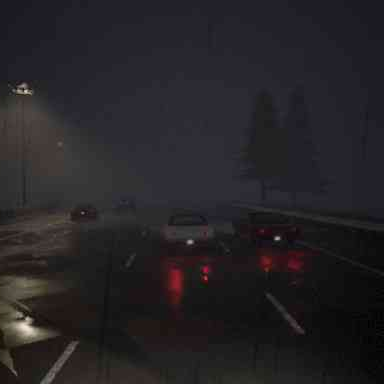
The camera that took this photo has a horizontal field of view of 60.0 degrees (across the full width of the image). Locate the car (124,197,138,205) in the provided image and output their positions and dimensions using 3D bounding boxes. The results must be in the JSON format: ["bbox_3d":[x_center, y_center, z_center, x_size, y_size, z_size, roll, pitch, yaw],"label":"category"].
[{"bbox_3d":[-11.596,1.663,62.769,1.812,1.442,4.674,0,0,-21],"label":"car"}]

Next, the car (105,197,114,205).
[{"bbox_3d":[-15.119,1.685,62.251,1.837,1.490,4.892,0,0,-22],"label":"car"}]

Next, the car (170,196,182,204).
[{"bbox_3d":[-3.080,1.524,63.701,2.128,1.511,4.902,-1,0,-7],"label":"car"}]

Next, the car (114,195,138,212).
[{"bbox_3d":[-7.873,1.315,39.808,2.150,2.045,5.566,0,0,-14],"label":"car"}]

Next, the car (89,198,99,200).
[{"bbox_3d":[-18.510,1.822,62.715,1.895,1.301,4.718,-1,0,-24],"label":"car"}]

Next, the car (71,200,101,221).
[{"bbox_3d":[-9.318,1.675,29.106,1.994,1.385,4.181,-1,0,-11],"label":"car"}]

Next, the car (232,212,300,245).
[{"bbox_3d":[3.191,1.560,15.440,1.895,1.301,4.718,-1,0,-5],"label":"car"}]

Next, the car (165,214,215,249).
[{"bbox_3d":[-0.267,1.603,14.731,1.895,1.301,4.718,-1,0,-5],"label":"car"}]
